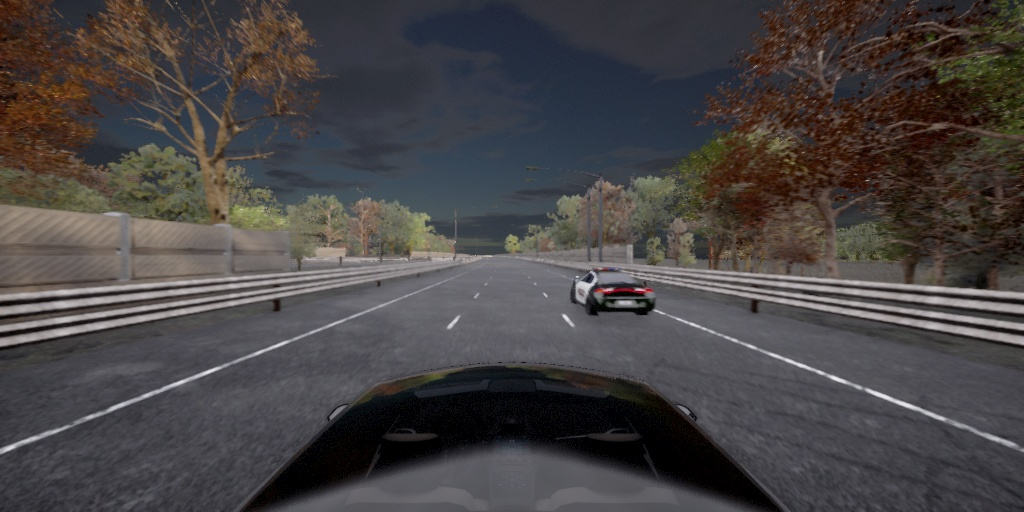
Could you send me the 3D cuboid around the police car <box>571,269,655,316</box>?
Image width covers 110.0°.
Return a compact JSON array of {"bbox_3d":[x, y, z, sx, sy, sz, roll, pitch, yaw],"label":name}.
[{"bbox_3d":[3.473,1.259,13.419,2.038,1.542,4.974,0,0,0],"label":"police car"}]
